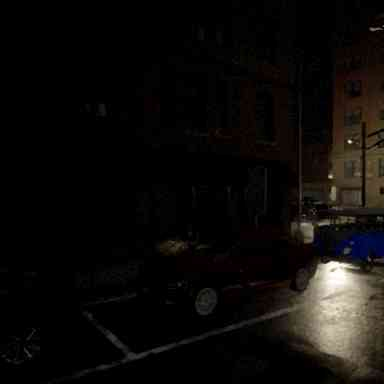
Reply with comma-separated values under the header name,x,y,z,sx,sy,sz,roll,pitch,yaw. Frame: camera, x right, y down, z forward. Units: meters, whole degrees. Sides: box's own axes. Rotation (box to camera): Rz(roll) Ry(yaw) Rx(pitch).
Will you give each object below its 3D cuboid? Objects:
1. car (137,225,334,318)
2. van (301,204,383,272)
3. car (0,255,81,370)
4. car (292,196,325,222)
name,x,y,z,sx,sy,sz,roll,pitch,yaw
car,0.964,1.577,7.453,4.507,1.381,1.887,0,0,-36
van,5.573,1.410,10.742,3.998,1.788,1.690,0,0,-36
car,-3.641,1.561,4.164,4.313,1.339,1.947,0,0,-36
car,7.852,1.357,28.019,2.150,2.045,5.566,1,-1,-36
